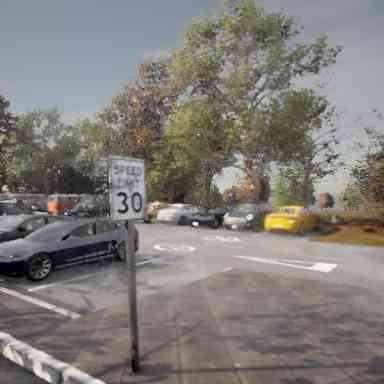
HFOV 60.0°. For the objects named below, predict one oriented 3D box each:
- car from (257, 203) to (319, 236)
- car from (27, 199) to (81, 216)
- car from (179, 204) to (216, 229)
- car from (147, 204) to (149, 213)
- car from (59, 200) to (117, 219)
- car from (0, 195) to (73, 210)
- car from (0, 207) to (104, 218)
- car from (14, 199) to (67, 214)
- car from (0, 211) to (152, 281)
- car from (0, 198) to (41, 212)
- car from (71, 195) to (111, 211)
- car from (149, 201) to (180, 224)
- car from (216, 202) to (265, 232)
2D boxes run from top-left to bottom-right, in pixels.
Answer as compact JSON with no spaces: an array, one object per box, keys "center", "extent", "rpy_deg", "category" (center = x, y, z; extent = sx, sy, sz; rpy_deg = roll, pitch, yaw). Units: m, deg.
[{"center":[6.020,1.593,19.662],"extent":[2.097,1.535,5.008],"rpy_deg":[0,0,36],"category":"car"},{"center":[-14.135,1.500,34.337],"extent":[2.163,1.488,4.792],"rpy_deg":[0,0,36],"category":"car"},{"center":[1.622,1.595,22.825],"extent":[2.163,1.488,4.792],"rpy_deg":[0,0,36],"category":"car"},{"center":[-2.953,1.533,25.953],"extent":[1.946,1.575,5.366],"rpy_deg":[0,0,36],"category":"car"},{"center":[-9.584,1.521,30.962],"extent":[2.163,1.488,4.792],"rpy_deg":[0,0,36],"category":"car"},{"center":[-8.279,1.307,13.921],"extent":[2.435,2.045,5.566],"rpy_deg":[0,0,36],"category":"car"},{"center":[-6.048,1.573,12.272],"extent":[2.097,1.535,5.008],"rpy_deg":[0,0,36],"category":"car"},{"center":[-16.271,1.497,35.887],"extent":[2.163,1.488,4.792],"rpy_deg":[0,0,36],"category":"car"},{"center":[-3.821,1.617,10.613],"extent":[2.163,1.488,4.792],"rpy_deg":[0,0,36],"category":"car"},{"center":[-20.766,1.478,39.122],"extent":[2.097,1.535,5.008],"rpy_deg":[0,0,36],"category":"car"},{"center":[-7.309,1.255,29.380],"extent":[2.435,2.045,5.566],"rpy_deg":[0,0,36],"category":"car"},{"center":[-0.604,1.590,24.474],"extent":[2.002,1.452,4.674],"rpy_deg":[0,0,36],"category":"car"},{"center":[3.799,1.453,21.319],"extent":[2.185,1.767,4.553],"rpy_deg":[0,0,36],"category":"car"}]
